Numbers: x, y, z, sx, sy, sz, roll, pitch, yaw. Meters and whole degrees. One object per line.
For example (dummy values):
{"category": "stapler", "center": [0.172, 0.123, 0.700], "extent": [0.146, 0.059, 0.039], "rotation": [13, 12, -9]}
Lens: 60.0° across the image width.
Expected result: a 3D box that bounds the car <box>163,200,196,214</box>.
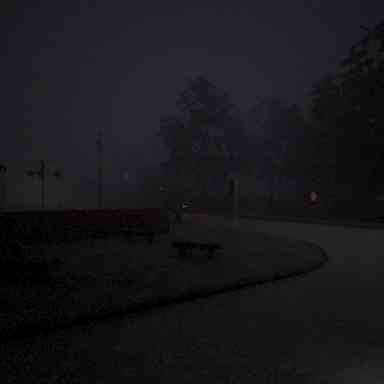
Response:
{"category": "car", "center": [-1.378, 1.618, 35.572], "extent": [1.812, 1.442, 4.674], "rotation": [0, 0, -35]}
